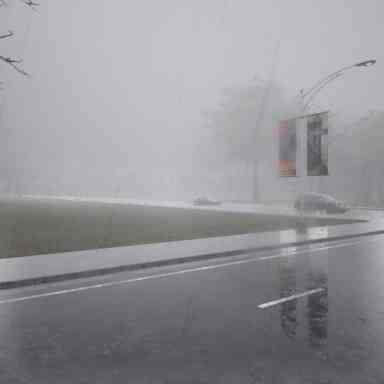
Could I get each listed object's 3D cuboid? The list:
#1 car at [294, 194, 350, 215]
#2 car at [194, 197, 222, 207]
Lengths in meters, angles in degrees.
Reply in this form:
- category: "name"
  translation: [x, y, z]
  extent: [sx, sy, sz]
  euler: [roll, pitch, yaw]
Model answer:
- category: "car"
  translation: [13.270, 1.222, 34.401]
  extent: [2.150, 2.045, 5.566]
  euler: [0, 0, -36]
- category: "car"
  translation: [2.308, 1.417, 49.422]
  extent: [1.882, 1.535, 5.008]
  euler: [0, 0, -36]
